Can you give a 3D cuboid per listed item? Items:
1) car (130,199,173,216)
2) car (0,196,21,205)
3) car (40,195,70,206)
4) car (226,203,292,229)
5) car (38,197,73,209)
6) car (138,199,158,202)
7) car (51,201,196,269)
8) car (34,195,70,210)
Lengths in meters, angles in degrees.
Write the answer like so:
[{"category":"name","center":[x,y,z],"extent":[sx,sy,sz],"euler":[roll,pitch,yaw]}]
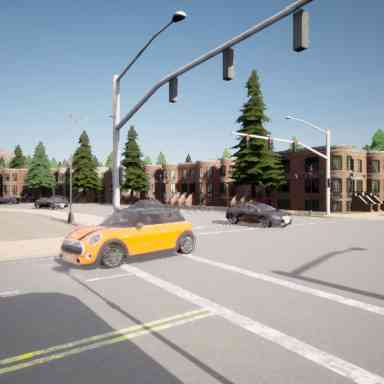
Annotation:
[{"category":"car","center":[-4.164,1.492,33.358],"extent":[2.128,1.511,4.902],"euler":[0,0,-38]},{"category":"car","center":[-32.922,1.492,58.961],"extent":[4.902,1.511,2.128],"euler":[0,0,9]},{"category":"car","center":[-23.239,1.352,56.492],"extent":[4.553,1.767,2.097],"euler":[0,0,21]},{"category":"car","center":[4.296,1.492,21.929],"extent":[2.128,1.511,4.902],"euler":[0,0,-36]},{"category":"car","center":[-19.319,1.477,47.047],"extent":[5.008,1.535,1.882],"euler":[0,0,28]},{"category":"car","center":[-3.399,1.504,26.549],"extent":[1.837,1.490,4.892],"euler":[0,0,-37]},{"category":"car","center":[-2.013,1.352,11.326],"extent":[2.097,1.767,4.553],"euler":[0,0,44]},{"category":"car","center":[-17.943,1.492,42.139],"extent":[4.902,1.511,2.128],"euler":[0,0,33]}]
